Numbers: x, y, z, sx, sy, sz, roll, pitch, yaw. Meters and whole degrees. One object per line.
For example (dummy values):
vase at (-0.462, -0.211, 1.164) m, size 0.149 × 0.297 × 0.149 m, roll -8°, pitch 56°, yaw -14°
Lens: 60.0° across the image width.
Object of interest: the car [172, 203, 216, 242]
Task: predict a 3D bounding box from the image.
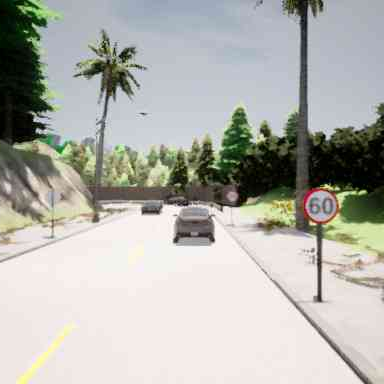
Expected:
car at (0.103, 1.504, 16.356) m, size 1.837 × 1.490 × 4.892 m, roll 0°, pitch 0°, yaw 0°

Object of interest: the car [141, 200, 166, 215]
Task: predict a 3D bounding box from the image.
car at (-3.996, 1.600, 33.776) m, size 1.895 × 1.301 × 4.718 m, roll 0°, pitch 0°, yaw 0°

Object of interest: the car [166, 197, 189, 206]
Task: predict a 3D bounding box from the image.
car at (-2.520, 1.474, 51.885) m, size 1.882 × 1.535 × 5.008 m, roll 4°, pitch -2°, yaw -37°
